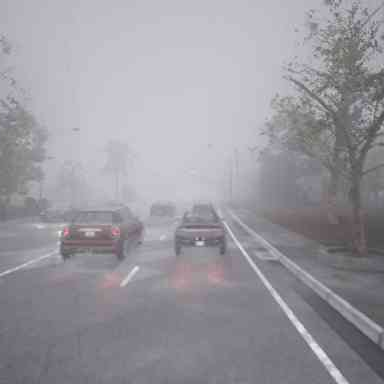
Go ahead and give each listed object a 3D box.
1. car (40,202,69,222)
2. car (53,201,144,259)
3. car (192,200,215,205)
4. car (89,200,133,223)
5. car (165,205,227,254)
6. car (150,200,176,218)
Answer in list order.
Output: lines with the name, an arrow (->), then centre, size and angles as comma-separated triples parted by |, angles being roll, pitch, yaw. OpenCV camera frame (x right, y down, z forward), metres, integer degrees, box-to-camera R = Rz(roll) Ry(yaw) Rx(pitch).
car -> -9.895, 1.497, 25.772 | 1.812, 1.442, 4.674 | 0, 0, 3
car -> -3.181, 1.340, 12.675 | 2.097, 1.767, 4.553 | 0, 0, 2
car -> 1.013, 1.454, 29.711 | 1.882, 1.535, 5.008 | 0, 0, 3
car -> -6.348, 1.465, 26.651 | 2.128, 1.511, 4.902 | 0, 0, 3
car -> 0.339, 1.480, 13.402 | 2.128, 1.511, 4.902 | 0, 0, 2
car -> -2.488, 1.451, 29.807 | 1.882, 1.535, 5.008 | 0, 0, 3
